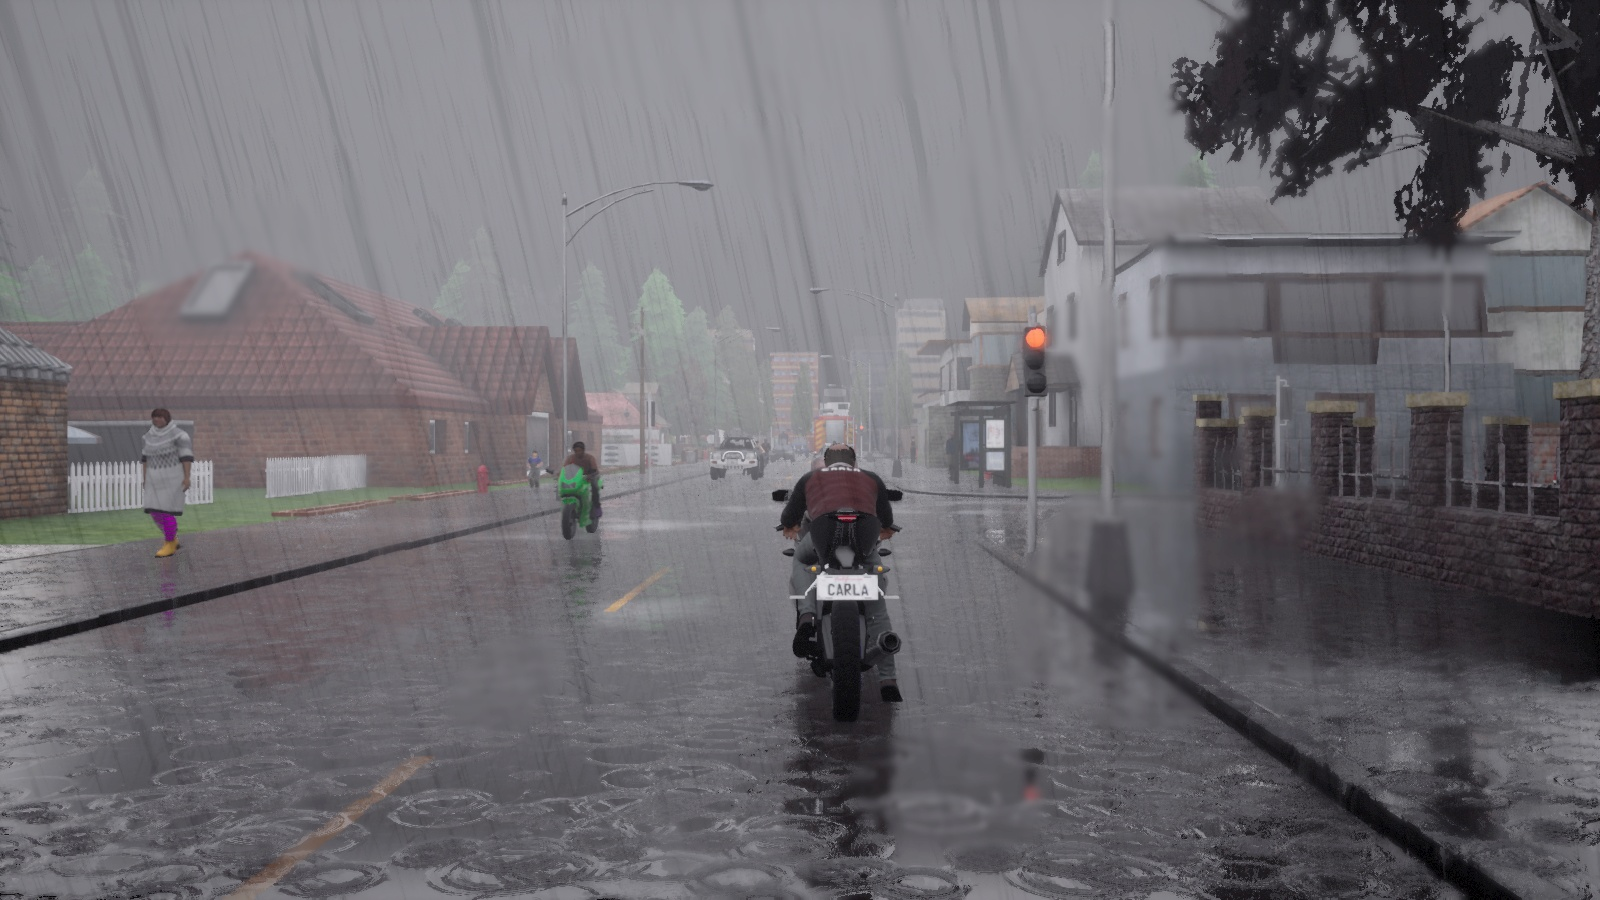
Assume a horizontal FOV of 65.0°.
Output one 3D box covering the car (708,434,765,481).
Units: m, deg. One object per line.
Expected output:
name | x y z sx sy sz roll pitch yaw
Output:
car | -2.569 0.268 52.005 1.932 1.855 4.605 0 0 2

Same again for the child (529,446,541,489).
child | -7.895 0.519 37.381 0.270 1.263 0.437 0 0 0

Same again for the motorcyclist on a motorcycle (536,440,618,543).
motorcyclist on a motorcycle | -3.491 0.614 19.846 0.797 1.523 2.044 1 0 4

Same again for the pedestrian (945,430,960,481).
pedestrian | 5.519 0.204 45.456 0.402 1.842 0.726 0 0 19

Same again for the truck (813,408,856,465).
truck | 2.443 -0.918 88.847 2.891 3.827 8.468 0 0 1

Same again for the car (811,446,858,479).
car | 1.509 0.500 55.158 1.994 1.385 4.181 0 0 2

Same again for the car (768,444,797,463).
car | -1.315 0.242 97.685 2.033 1.411 5.357 0 0 2

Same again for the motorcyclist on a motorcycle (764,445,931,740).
motorcyclist on a motorcycle | 0.244 0.739 7.623 0.866 1.530 2.191 0 0 0

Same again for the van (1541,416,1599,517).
van | 18.371 0.336 26.301 4.480 2.038 2.069 0 0 -1

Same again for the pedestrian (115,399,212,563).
pedestrian | -7.799 0.361 15.416 0.659 1.952 0.873 0 0 12
